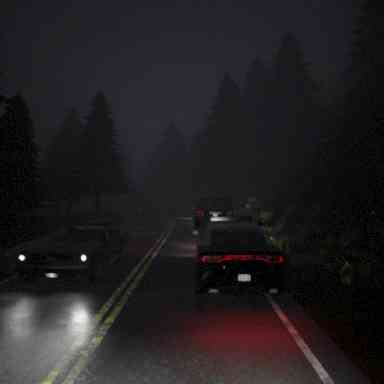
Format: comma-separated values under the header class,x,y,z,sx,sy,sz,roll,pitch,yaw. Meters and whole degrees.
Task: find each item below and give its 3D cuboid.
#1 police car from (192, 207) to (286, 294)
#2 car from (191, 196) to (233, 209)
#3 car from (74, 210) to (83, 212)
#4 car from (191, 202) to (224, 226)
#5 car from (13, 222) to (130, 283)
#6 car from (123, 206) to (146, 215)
class,x,y,z,sx,sy,sz,roll,pitch,yaw
police car,1.037,1.433,8.925,1.930,1.638,5.238,0,0,1
car,1.192,1.245,18.886,2.150,2.045,5.566,0,0,1
car,-16.752,3.451,49.707,4.674,1.442,1.812,-10,-10,42
car,1.067,1.555,25.141,1.837,1.490,4.892,0,0,-5
car,-3.214,1.615,9.878,1.895,1.301,4.718,0,0,1
car,-8.063,2.673,45.553,1.994,1.385,4.181,4,-8,-40
